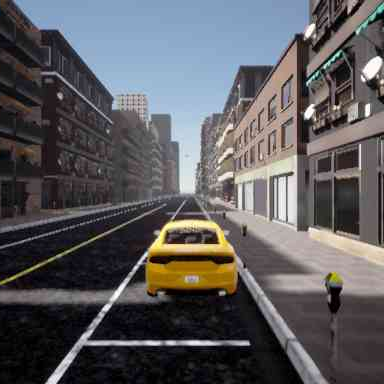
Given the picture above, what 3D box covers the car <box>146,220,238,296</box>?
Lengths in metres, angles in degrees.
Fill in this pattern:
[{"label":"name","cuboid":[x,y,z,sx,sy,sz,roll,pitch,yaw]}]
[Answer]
[{"label":"car","cuboid":[-0.005,1.468,8.649,1.882,1.535,5.008,0,0,0]}]
